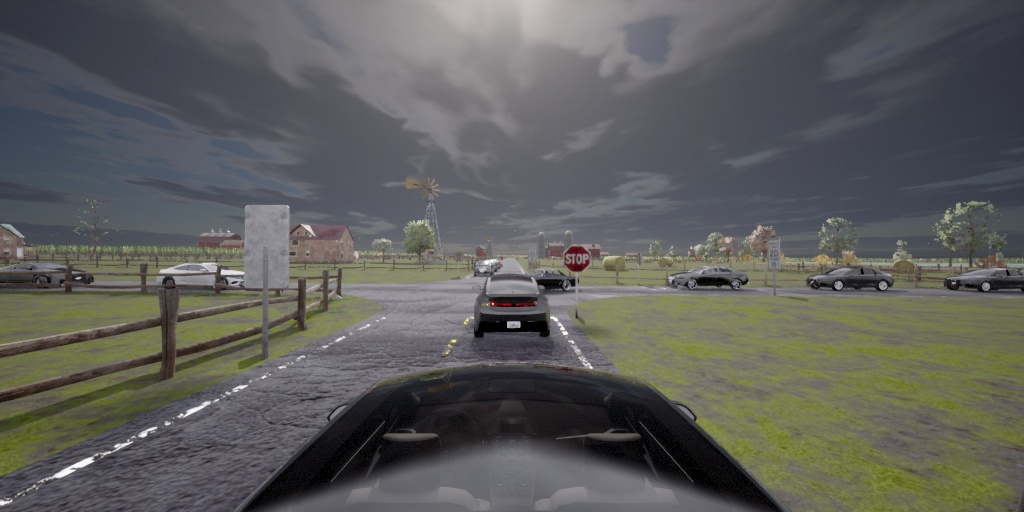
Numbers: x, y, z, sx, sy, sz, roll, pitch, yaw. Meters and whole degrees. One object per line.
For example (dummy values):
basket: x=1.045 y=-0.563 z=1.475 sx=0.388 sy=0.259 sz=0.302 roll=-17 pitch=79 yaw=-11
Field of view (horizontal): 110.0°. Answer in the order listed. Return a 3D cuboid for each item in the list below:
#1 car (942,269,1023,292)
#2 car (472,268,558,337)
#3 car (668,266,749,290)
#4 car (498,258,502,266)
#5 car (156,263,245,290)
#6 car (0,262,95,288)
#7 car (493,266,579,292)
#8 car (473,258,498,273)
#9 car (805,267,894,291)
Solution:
car: x=31.715 y=1.587 z=23.807 sx=4.892 sy=1.490 sz=1.837 roll=1 pitch=-1 yaw=-1
car: x=-0.069 y=1.256 z=10.260 sx=1.837 sy=1.490 sz=4.892 roll=0 pitch=0 yaw=-3
car: x=12.811 y=1.397 z=23.527 sx=4.902 sy=1.511 sz=2.128 roll=1 pitch=-1 yaw=-2
car: x=-2.826 y=1.241 z=46.394 sx=2.128 sy=1.511 sz=4.902 roll=0 pitch=0 yaw=0
car: x=-17.233 y=1.103 z=20.227 sx=4.674 sy=1.442 sz=1.812 roll=1 pitch=-1 yaw=-1
car: x=-26.353 y=1.048 z=20.110 sx=4.181 sy=1.385 sz=1.994 roll=1 pitch=-1 yaw=-1
car: x=1.510 y=1.369 z=20.305 sx=4.718 sy=1.301 sz=1.895 roll=1 pitch=0 yaw=-35
car: x=-2.838 y=1.243 z=36.948 sx=2.128 sy=1.511 sz=4.902 roll=0 pitch=0 yaw=0
car: x=22.212 y=1.499 z=23.692 sx=4.892 sy=1.490 sz=1.837 roll=1 pitch=-1 yaw=-1
